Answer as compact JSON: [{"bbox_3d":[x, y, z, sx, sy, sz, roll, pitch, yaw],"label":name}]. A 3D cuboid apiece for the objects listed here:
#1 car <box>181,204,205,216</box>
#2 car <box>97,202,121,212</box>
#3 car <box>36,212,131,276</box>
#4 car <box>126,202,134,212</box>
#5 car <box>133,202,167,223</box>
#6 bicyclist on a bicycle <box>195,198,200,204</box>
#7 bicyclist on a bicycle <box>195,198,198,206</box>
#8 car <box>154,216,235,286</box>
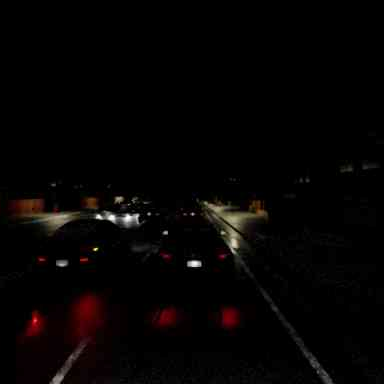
[{"bbox_3d":[0.085,1.701,27.134,2.033,1.411,5.357,0,0,0],"label":"car"},{"bbox_3d":[-9.847,1.851,39.609,1.895,1.301,4.718,0,0,0],"label":"car"},{"bbox_3d":[-3.168,1.575,10.440,1.812,1.442,4.674,0,0,0],"label":"car"},{"bbox_3d":[-6.597,1.851,39.610,1.895,1.301,4.718,0,0,0],"label":"car"},{"bbox_3d":[-3.165,1.701,27.120,2.033,1.411,5.357,0,0,0],"label":"car"},{"bbox_3d":[0.886,1.835,56.669,0.866,1.612,1.509,0,0,0],"label":"bicyclist on a bicycle"},{"bbox_3d":[0.888,1.924,65.672,0.582,1.620,1.656,0,-1,0],"label":"bicyclist on a bicycle"},{"bbox_3d":[0.070,1.609,9.550,1.994,1.385,4.181,0,0,0],"label":"car"}]
